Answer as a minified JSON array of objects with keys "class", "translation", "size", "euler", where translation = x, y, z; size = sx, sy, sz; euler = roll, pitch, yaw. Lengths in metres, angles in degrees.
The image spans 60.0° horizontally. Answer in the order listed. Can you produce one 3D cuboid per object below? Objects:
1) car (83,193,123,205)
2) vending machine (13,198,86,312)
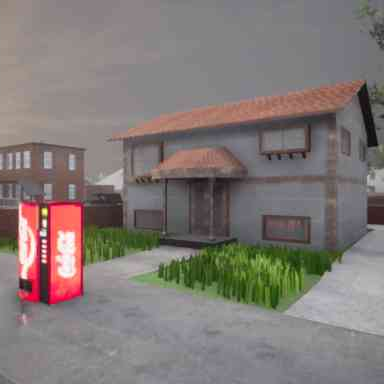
[{"class":"car","translation":[-6.422,0.973,23.158],"size":[3.866,1.878,1.905],"euler":[0,0,35]},{"class":"vending machine","translation":[-2.939,1.195,6.924],"size":[0.880,2.100,1.100],"euler":[0,0,35]}]
